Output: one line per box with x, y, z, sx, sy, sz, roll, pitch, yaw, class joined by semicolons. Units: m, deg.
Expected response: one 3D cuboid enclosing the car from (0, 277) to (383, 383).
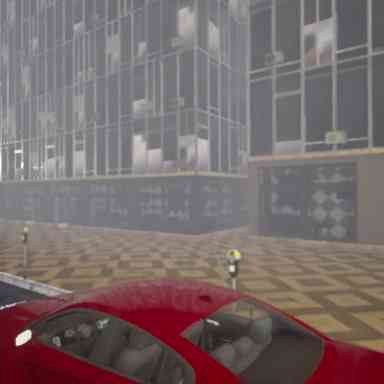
-0.496;1.554;3.230;4.507;1.381;1.887;0;0;35;car
